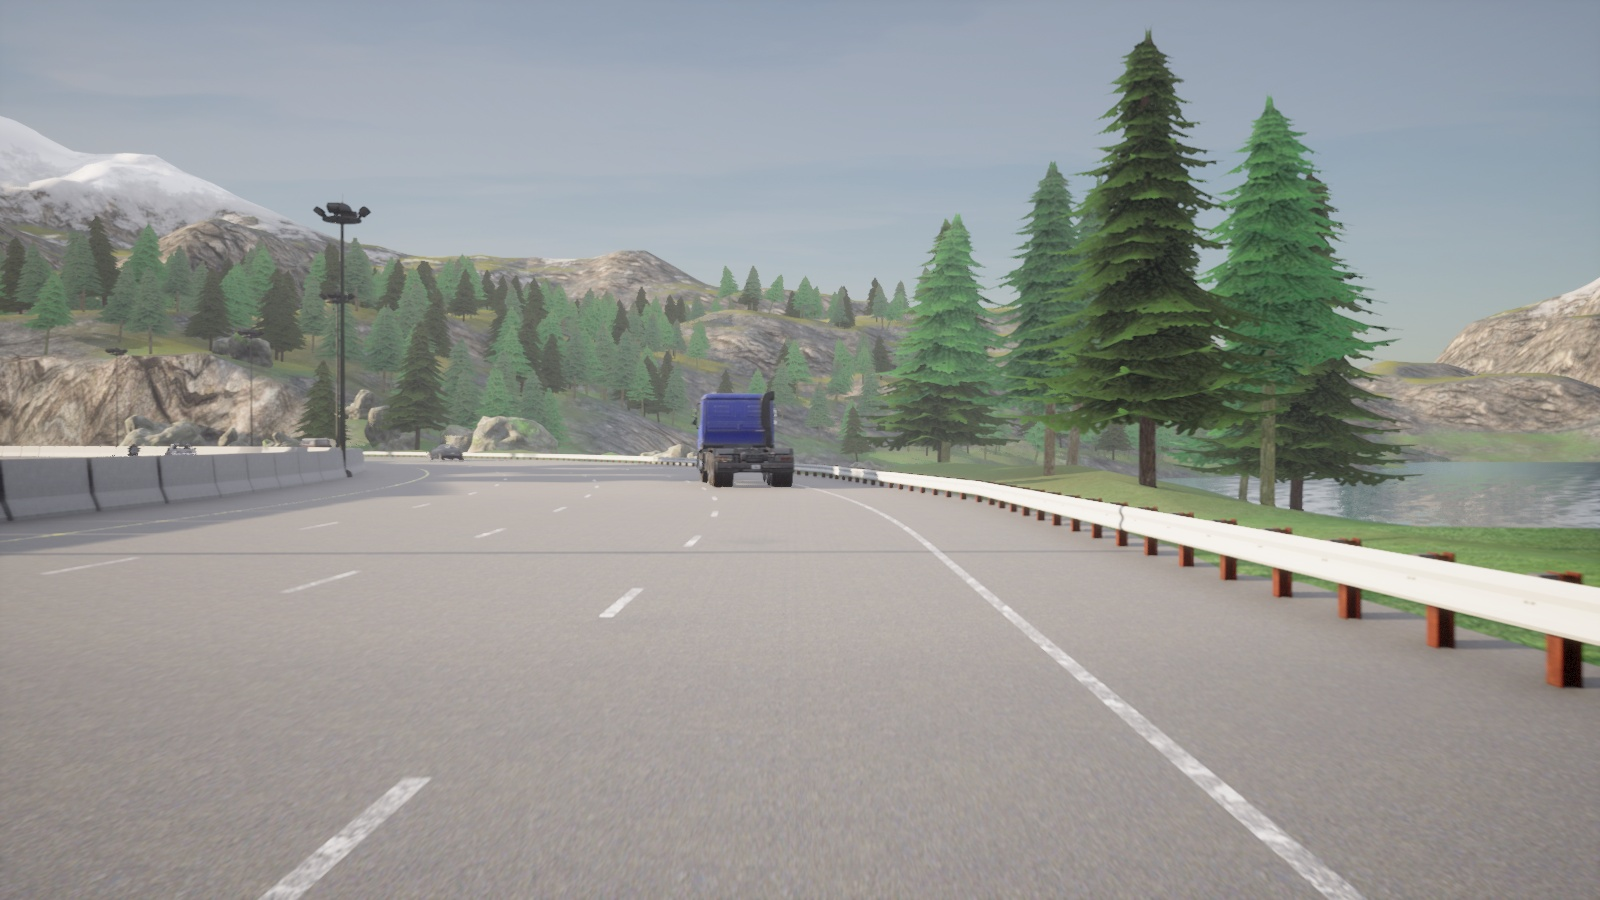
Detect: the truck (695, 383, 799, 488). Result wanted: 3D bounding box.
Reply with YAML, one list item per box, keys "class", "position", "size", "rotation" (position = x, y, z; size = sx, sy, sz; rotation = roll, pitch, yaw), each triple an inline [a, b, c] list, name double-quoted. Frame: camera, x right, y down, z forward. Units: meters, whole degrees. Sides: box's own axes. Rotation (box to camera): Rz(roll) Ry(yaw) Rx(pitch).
- class: "truck"
  position: [-2.075, -0.494, 45.520]
  size: [2.891, 3.462, 7.936]
  rotation: [0, 0, -9]
